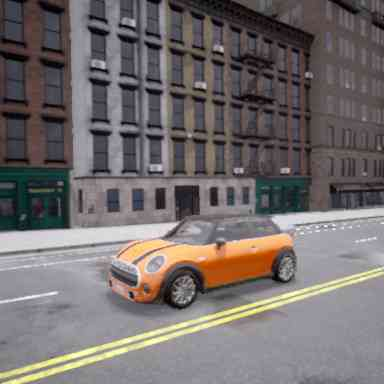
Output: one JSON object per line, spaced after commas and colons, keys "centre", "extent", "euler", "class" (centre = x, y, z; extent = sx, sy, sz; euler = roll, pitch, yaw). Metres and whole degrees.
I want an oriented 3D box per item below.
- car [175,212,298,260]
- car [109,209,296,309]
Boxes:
{"centre": [1.857, 1.575, 12.989], "extent": [4.718, 1.301, 1.895], "euler": [0, 0, -35], "class": "car"}
{"centre": [0.389, 1.340, 7.951], "extent": [4.553, 1.767, 2.097], "euler": [0, 0, -35], "class": "car"}
